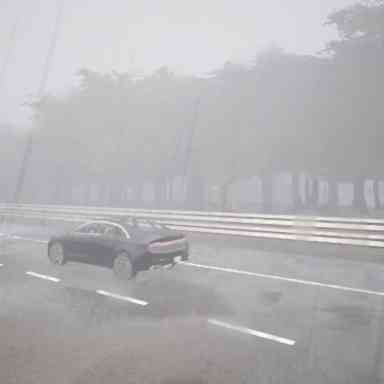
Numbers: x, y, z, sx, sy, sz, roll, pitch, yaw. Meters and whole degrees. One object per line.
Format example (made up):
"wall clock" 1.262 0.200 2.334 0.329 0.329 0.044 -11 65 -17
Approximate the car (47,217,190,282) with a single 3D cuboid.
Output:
"car" -2.336 1.492 9.838 4.902 1.511 2.128 0 0 36
